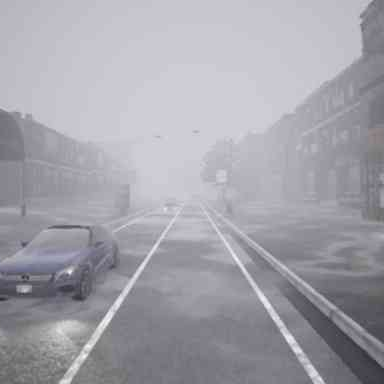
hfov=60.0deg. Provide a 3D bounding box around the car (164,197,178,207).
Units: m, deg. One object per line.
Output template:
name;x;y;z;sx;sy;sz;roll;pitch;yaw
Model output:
car;-3.079;1.469;49.148;1.837;1.490;4.892;0;0;0

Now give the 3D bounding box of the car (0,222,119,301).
car;-3.101;1.531;8.484;1.812;1.442;4.674;0;0;0

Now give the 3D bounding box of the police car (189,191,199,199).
police car;0.894;0.995;92.914;1.930;1.638;5.238;0;0;0
